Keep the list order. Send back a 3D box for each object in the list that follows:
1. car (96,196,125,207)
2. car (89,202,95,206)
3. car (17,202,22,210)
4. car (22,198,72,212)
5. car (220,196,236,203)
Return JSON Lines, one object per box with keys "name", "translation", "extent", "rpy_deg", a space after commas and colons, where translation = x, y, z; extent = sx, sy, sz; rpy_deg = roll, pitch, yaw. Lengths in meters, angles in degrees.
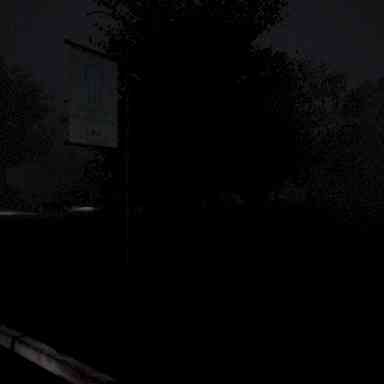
{"name": "car", "translation": [-10.185, 1.185, 46.638], "extent": [2.150, 2.045, 5.566], "rpy_deg": [0, 0, 38]}
{"name": "car", "translation": [-12.508, 1.508, 49.342], "extent": [2.033, 1.411, 5.357], "rpy_deg": [0, 0, 38]}
{"name": "car", "translation": [-18.964, 1.484, 41.176], "extent": [2.128, 1.511, 4.902], "rpy_deg": [0, 0, 39]}
{"name": "car", "translation": [-16.501, 1.470, 38.652], "extent": [1.882, 1.535, 5.008], "rpy_deg": [0, 0, 39]}
{"name": "car", "translation": [6.998, 1.377, 64.436], "extent": [1.994, 1.385, 4.181], "rpy_deg": [0, 0, 32]}
